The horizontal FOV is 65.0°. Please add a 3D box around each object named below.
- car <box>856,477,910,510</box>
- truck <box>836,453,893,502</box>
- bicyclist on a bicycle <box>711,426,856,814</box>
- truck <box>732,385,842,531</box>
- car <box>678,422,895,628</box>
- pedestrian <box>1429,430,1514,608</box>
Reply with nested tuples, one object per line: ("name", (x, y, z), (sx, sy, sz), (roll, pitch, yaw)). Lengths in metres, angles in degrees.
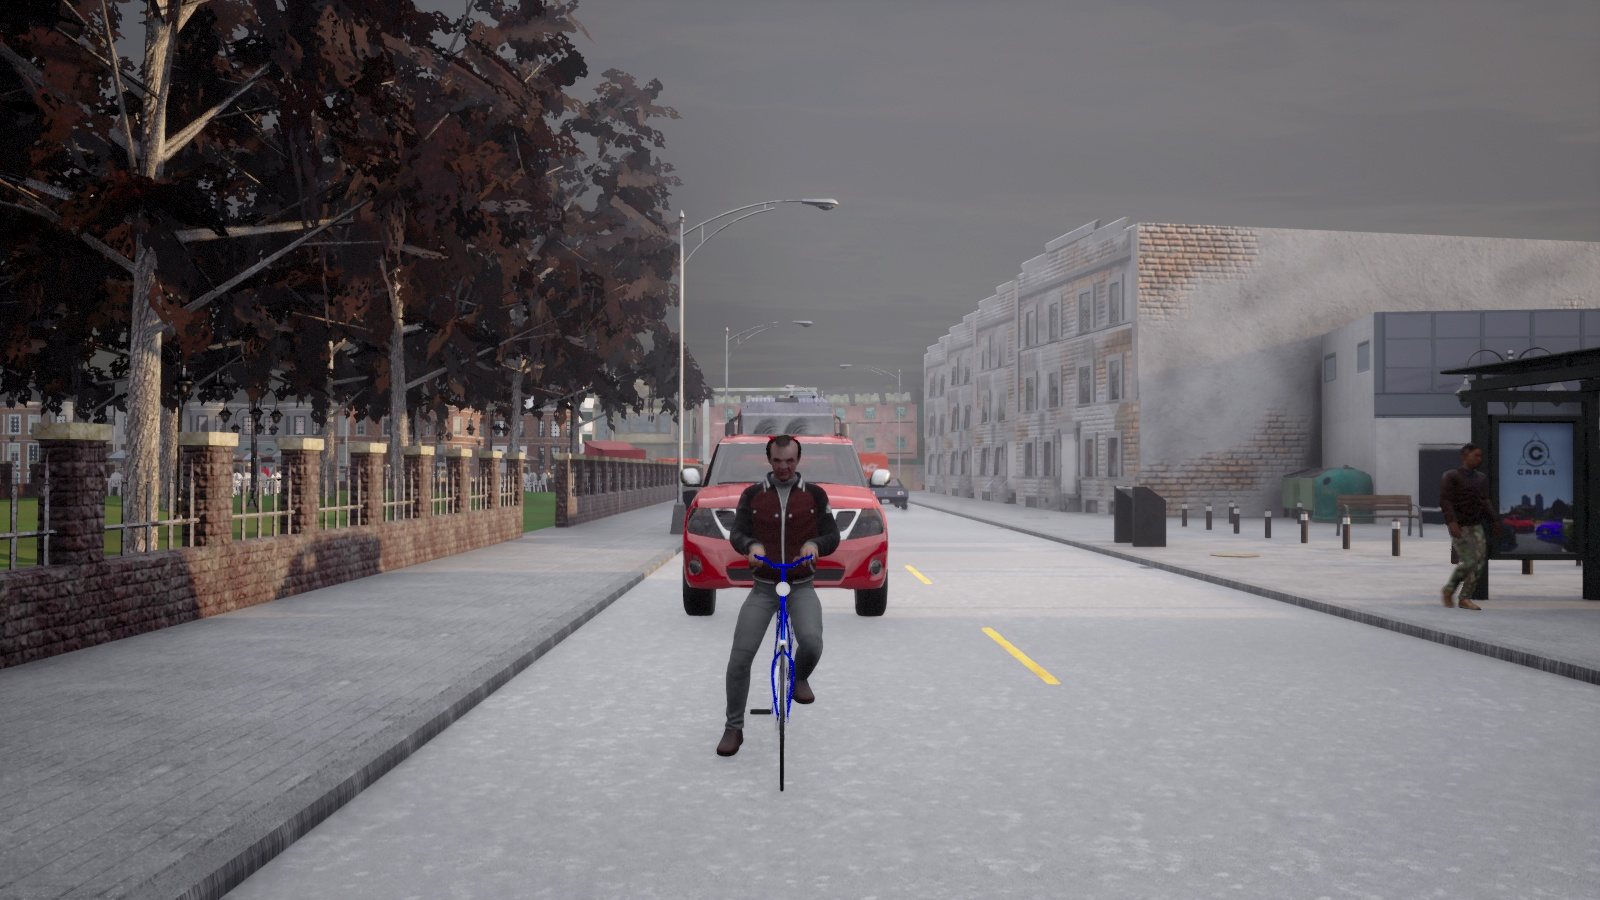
("car", (3.446, 1.788, 52.959), (1.895, 1.301, 4.718), (0, -1, -1))
("truck", (3.304, 1.411, 65.475), (2.627, 2.467, 5.204), (0, -1, -1))
("bicyclist on a bicycle", (-0.083, 0.798, 6.689), (0.659, 1.776, 1.843), (0, -1, -1))
("truck", (-0.389, 0.278, 37.431), (2.891, 3.827, 8.468), (0, -1, -1))
("car", (-0.171, 0.791, 15.308), (2.150, 2.045, 5.566), (0, -1, -1))
("pedestrian", (7.155, 0.718, 13.393), (0.431, 1.840, 0.703), (0, -1, -11))
